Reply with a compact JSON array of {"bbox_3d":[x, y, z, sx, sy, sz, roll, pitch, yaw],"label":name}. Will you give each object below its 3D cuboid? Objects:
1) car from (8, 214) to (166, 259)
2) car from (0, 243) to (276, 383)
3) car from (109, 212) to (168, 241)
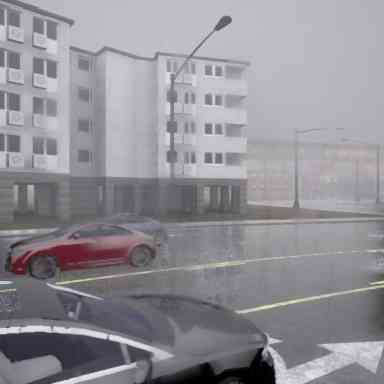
[{"bbox_3d":[-3.165,1.564,9.906,4.181,1.385,1.994,0,0,-29],"label":"car"},{"bbox_3d":[-1.442,1.492,2.555,4.902,1.511,2.128,0,0,-34],"label":"car"},{"bbox_3d":[-3.104,1.564,13.912,4.181,1.385,1.994,0,0,-27],"label":"car"}]
